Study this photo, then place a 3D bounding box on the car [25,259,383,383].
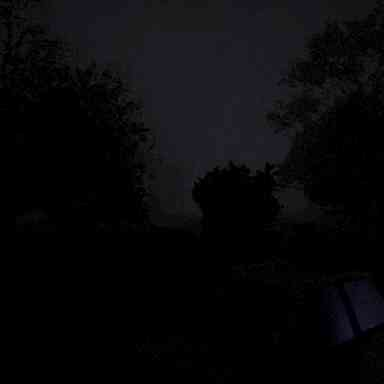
[{"bbox_3d":[1.044,1.573,3.814,5.357,1.411,2.033,1,0,-35],"label":"car"}]
